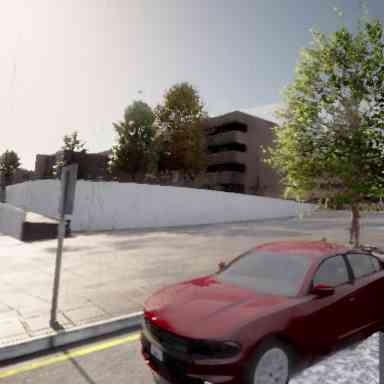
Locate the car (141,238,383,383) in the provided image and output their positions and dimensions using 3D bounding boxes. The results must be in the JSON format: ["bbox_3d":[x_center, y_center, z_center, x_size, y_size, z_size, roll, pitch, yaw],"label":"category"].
[{"bbox_3d":[1.614,1.553,5.239,5.008,1.535,1.882,0,-1,-36],"label":"car"}]
